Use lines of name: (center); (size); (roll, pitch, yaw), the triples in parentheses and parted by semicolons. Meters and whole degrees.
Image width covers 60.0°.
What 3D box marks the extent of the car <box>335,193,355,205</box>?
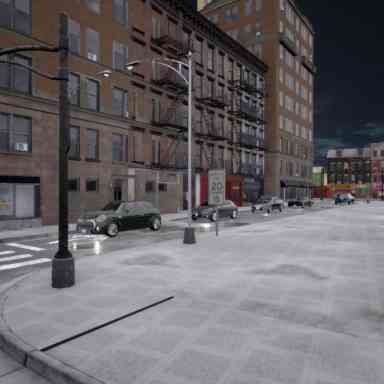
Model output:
car: (22.840, 0.954, 49.563); (2.097, 1.767, 4.553); (0, 1, 36)

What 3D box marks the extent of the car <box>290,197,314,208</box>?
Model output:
car: (13.396, 1.267, 40.970); (1.895, 1.301, 4.718); (0, 1, 36)

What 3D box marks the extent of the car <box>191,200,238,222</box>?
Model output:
car: (1.706, 1.304, 24.781); (1.837, 1.490, 4.892); (0, 1, 36)

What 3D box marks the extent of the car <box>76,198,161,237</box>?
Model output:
car: (-3.699, 1.218, 17.308); (2.097, 1.767, 4.553); (0, 1, 37)

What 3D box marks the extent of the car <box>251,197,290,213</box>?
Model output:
car: (7.525, 1.222, 32.869); (2.128, 1.511, 4.902); (0, 1, 36)
